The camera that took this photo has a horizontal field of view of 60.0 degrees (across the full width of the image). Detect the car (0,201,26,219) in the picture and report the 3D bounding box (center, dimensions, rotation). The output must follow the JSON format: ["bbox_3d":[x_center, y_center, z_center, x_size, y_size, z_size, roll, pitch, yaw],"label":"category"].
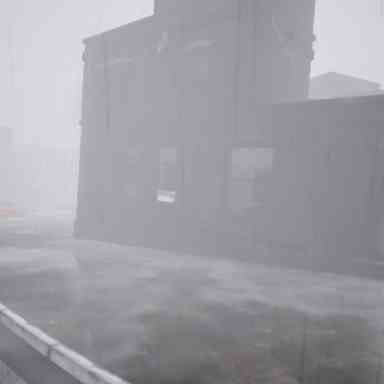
[{"bbox_3d":[-19.524,1.813,35.481,2.097,1.767,4.553,4,-2,-5],"label":"car"}]

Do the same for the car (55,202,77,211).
[{"bbox_3d":[-20.899,2.423,55.755,1.994,1.385,4.181,5,-1,15],"label":"car"}]
